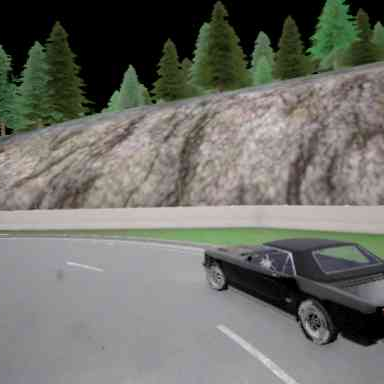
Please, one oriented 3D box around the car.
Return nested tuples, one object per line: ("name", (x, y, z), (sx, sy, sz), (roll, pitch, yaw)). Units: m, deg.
("car", (1.963, 1.524, 6.347), (1.895, 1.301, 4.718), (-2, 0, -25))
